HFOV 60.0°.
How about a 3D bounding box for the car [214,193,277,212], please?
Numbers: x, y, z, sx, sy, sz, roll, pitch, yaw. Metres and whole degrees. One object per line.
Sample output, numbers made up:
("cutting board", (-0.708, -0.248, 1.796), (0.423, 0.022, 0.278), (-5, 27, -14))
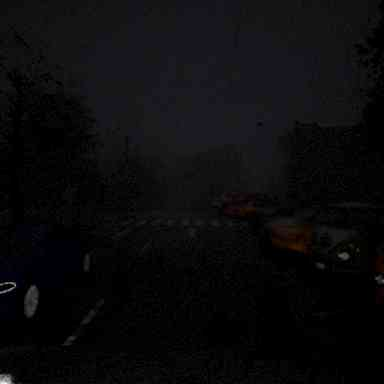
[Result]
("car", (5.241, 1.126, 29.934), (5.566, 2.045, 2.435), (1, 0, -21))

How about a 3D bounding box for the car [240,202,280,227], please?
("car", (5.308, 1.462, 17.866), (4.674, 1.452, 2.002), (1, 0, -20))

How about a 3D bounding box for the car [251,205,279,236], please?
("car", (5.314, 1.473, 14.837), (4.674, 1.452, 2.002), (1, 0, -20))

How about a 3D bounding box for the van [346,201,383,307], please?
("van", (5.169, 1.238, 5.716), (4.442, 1.987, 1.878), (1, 1, -20))

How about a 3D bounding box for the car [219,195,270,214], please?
("car", (5.199, 1.241, 32.985), (4.553, 1.767, 2.185), (1, 0, -21))

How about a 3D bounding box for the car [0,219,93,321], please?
("car", (-3.712, 1.450, 7.395), (1.882, 1.535, 5.008), (0, 0, 0))

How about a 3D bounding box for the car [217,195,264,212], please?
("car", (5.209, 1.268, 36.009), (4.553, 1.767, 2.185), (2, -3, -21))

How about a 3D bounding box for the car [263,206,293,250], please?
("car", (5.473, 1.443, 11.877), (5.366, 1.575, 1.946), (1, 0, -20))

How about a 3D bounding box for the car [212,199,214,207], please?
("car", (5.113, 1.250, 38.962), (5.566, 2.045, 2.435), (2, -5, -20))

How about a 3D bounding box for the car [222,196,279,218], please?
("car", (5.460, 1.388, 26.986), (5.366, 1.575, 1.946), (1, 0, -20))

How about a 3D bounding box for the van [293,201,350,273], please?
("van", (5.179, 1.227, 8.745), (4.442, 1.987, 1.878), (1, 0, -20))
